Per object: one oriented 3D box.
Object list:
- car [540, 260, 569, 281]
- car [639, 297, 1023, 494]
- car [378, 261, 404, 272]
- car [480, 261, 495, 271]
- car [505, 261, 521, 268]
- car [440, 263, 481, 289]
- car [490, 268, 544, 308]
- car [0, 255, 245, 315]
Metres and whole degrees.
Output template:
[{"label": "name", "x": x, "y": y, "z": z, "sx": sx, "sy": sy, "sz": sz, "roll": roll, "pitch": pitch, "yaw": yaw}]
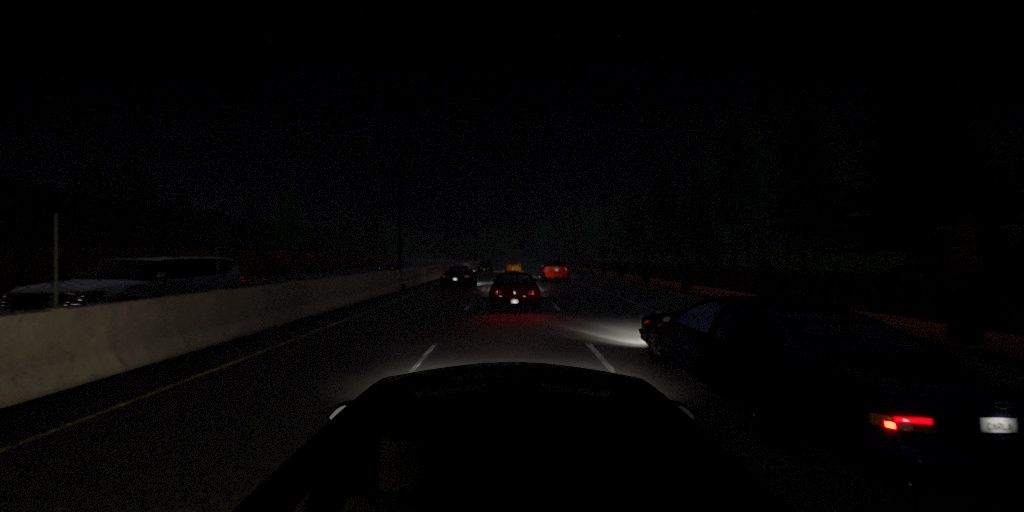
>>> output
[{"label": "car", "x": 3.611, "y": 1.149, "z": 31.092, "sx": 2.097, "sy": 1.767, "sz": 4.553, "roll": 0, "pitch": 0, "yaw": 0}, {"label": "car", "x": 3.603, "y": 1.303, "z": 5.165, "sx": 2.033, "sy": 1.411, "sz": 5.357, "roll": 0, "pitch": 0, "yaw": 0}, {"label": "car", "x": -13.997, "y": 1.341, "z": 41.834, "sx": 1.812, "sy": 1.442, "sz": 4.674, "roll": 0, "pitch": 0, "yaw": 0}, {"label": "car", "x": -3.382, "y": 1.329, "z": 46.816, "sx": 1.837, "sy": 1.490, "sz": 4.892, "roll": 0, "pitch": 0, "yaw": 0}, {"label": "car", "x": 0.115, "y": 1.294, "z": 43.230, "sx": 1.882, "sy": 1.535, "sz": 5.008, "roll": 0, "pitch": 0, "yaw": 0}, {"label": "car", "x": -3.391, "y": 1.349, "z": 23.332, "sx": 1.994, "sy": 1.385, "sz": 4.181, "roll": 0, "pitch": 0, "yaw": 0}, {"label": "car", "x": 0.105, "y": 1.373, "z": 15.357, "sx": 1.895, "sy": 1.301, "sz": 4.718, "roll": 0, "pitch": 0, "yaw": 0}, {"label": "car", "x": -10.597, "y": 0.989, "z": 10.522, "sx": 2.150, "sy": 2.045, "sz": 5.566, "roll": 0, "pitch": 0, "yaw": 0}]
